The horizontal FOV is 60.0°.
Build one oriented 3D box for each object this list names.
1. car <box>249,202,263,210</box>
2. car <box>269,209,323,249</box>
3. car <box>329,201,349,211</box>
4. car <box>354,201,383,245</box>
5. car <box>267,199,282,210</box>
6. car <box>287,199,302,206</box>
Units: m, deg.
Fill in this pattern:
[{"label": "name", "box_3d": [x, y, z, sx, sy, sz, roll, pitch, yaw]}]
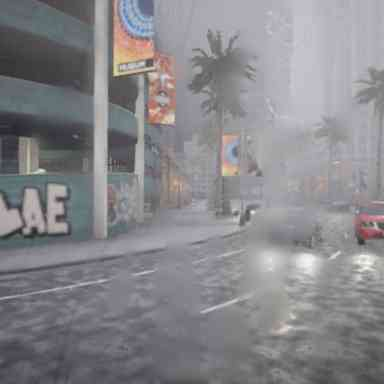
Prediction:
[{"label": "car", "box_3d": [10.852, 2.396, 56.882, 1.895, 1.301, 4.718, 0, -1, 3]}, {"label": "car", "box_3d": [5.118, 1.735, 15.977, 1.837, 1.490, 4.892, 1, 0, 28]}, {"label": "car", "box_3d": [24.452, 2.288, 55.477, 2.231, 1.521, 4.892, 0, -1, 3]}, {"label": "car", "box_3d": [9.460, 1.470, 16.677, 2.150, 2.045, 5.566, 0, -1, 25]}, {"label": "car", "box_3d": [14.454, 2.319, 58.622, 2.128, 1.511, 4.902, 0, -1, 3]}, {"label": "car", "box_3d": [25.783, 2.561, 84.821, 2.185, 1.767, 4.553, 0, -1, 3]}]
